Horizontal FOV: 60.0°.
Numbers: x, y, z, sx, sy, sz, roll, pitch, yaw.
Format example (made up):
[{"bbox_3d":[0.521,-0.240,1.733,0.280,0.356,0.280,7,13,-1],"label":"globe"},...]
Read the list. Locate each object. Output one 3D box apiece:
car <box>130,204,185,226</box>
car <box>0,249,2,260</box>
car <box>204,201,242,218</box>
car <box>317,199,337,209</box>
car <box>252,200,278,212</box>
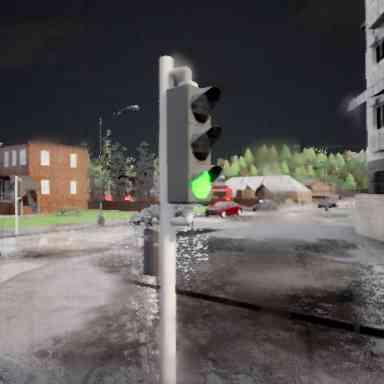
[{"bbox_3d":[-2.393,1.650,24.425,1.837,1.490,4.892,-1,0,35],"label":"car"},{"bbox_3d":[-6.957,1.448,8.713,2.097,1.767,4.553,0,0,-8],"label":"car"},{"bbox_3d":[3.089,1.623,32.112,1.882,1.535,5.008,-1,0,36],"label":"car"},{"bbox_3d":[19.391,1.672,47.770,1.994,1.385,4.181,-1,0,35],"label":"car"},{"bbox_3d":[8.870,1.709,40.204,1.994,1.385,4.181,-1,0,35],"label":"car"}]
